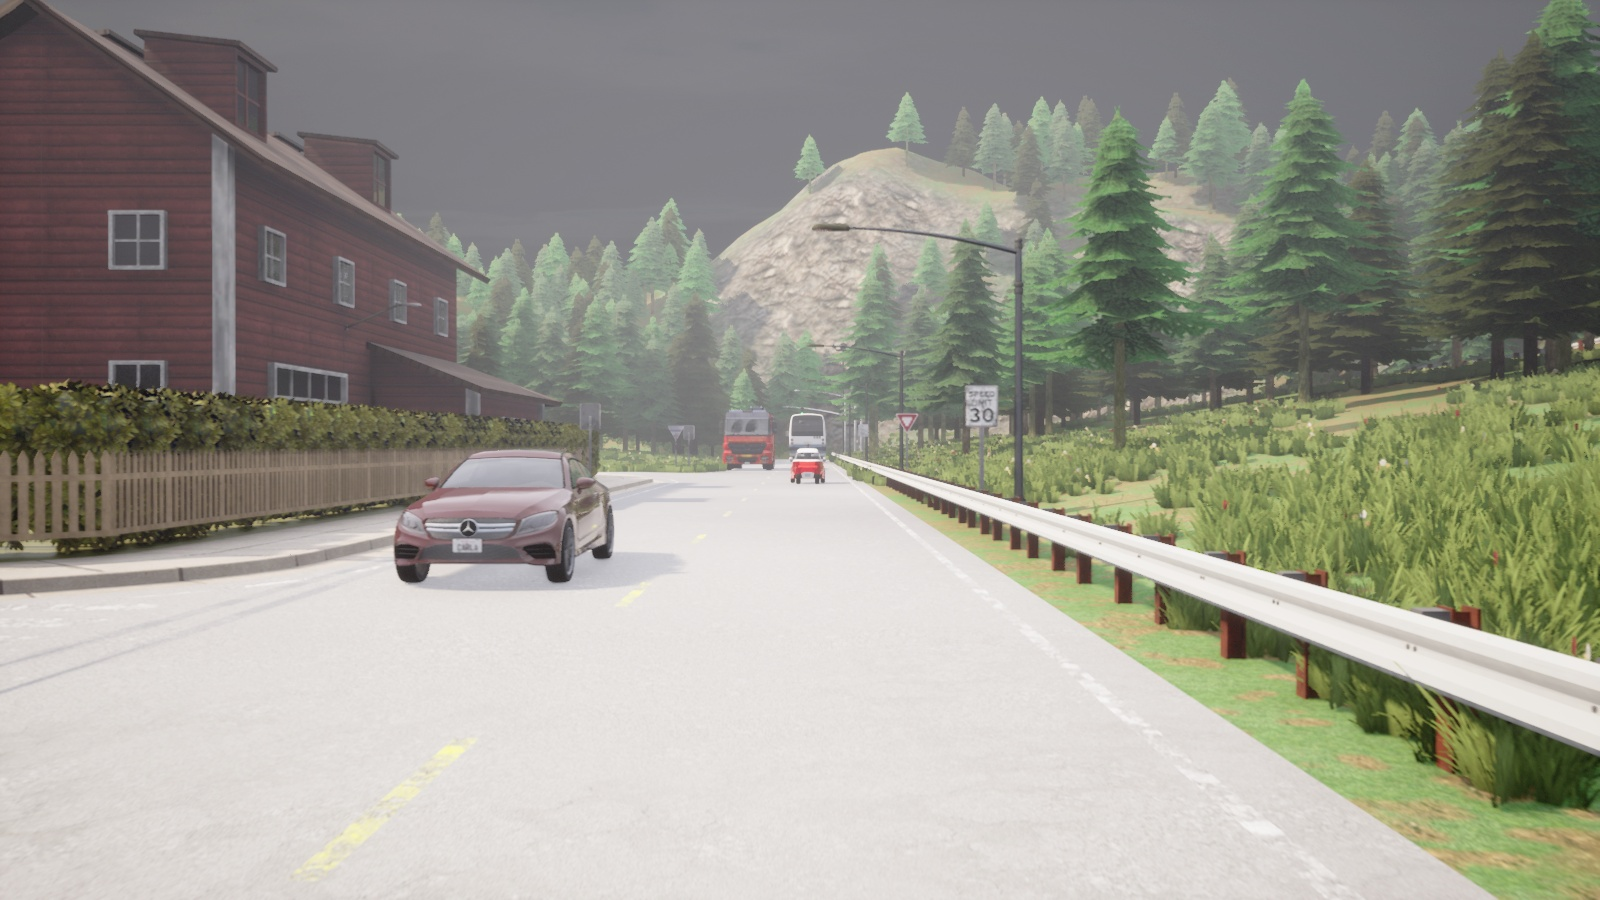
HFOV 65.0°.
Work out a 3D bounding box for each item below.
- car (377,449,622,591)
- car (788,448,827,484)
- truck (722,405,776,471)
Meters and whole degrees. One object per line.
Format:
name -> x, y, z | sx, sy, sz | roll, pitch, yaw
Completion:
car -> -3.396, 0.710, 15.156 | 1.812, 1.442, 4.674 | 0, 0, 0
car -> 0.301, 0.610, 48.952 | 1.481, 1.376, 2.207 | 0, 1, 0
truck -> -3.037, -0.720, 76.570 | 2.891, 3.827, 8.468 | 0, 0, 0
